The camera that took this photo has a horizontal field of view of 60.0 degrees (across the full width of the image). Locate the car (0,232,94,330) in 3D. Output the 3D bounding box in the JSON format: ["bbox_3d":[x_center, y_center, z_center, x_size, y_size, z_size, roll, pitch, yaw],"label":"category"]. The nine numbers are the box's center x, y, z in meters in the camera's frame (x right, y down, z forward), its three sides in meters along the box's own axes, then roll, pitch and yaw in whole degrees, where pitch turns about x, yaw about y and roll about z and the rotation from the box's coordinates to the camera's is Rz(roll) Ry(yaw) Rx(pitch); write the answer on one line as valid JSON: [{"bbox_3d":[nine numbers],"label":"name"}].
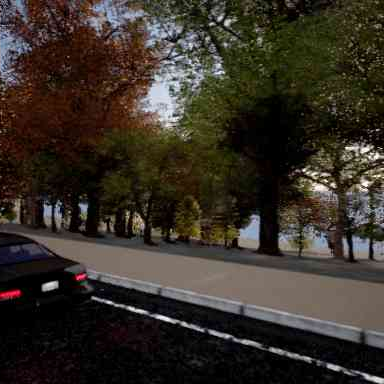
[{"bbox_3d":[-4.306,1.548,6.757,5.357,1.411,2.033,0,0,35],"label":"car"}]
